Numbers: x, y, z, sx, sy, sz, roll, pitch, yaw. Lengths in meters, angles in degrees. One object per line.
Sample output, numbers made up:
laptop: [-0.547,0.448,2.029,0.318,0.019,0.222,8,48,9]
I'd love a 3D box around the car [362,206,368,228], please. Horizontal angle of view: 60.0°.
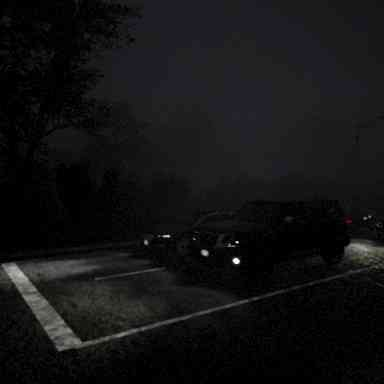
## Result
car: [8.754,1.474,18.816,4.674,1.442,1.812,0,0,-36]

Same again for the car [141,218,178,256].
car: [0.425,1.469,12.886,4.902,1.511,2.128,0,0,-35]

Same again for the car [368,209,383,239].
car: [10.792,1.426,15.977,5.008,1.535,1.882,0,0,-35]

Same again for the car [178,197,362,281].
car: [2.579,1.199,10.135,5.566,2.045,2.150,0,0,-35]
